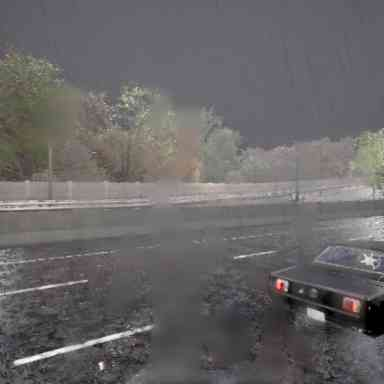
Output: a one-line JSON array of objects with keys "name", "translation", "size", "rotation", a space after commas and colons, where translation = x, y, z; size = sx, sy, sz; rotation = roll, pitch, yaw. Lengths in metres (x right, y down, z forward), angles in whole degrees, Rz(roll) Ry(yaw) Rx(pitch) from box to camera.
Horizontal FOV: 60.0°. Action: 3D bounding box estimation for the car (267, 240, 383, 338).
[{"name": "car", "translation": [3.715, 1.598, 6.400], "size": [4.718, 1.301, 1.895], "rotation": [0, 0, -35]}]
